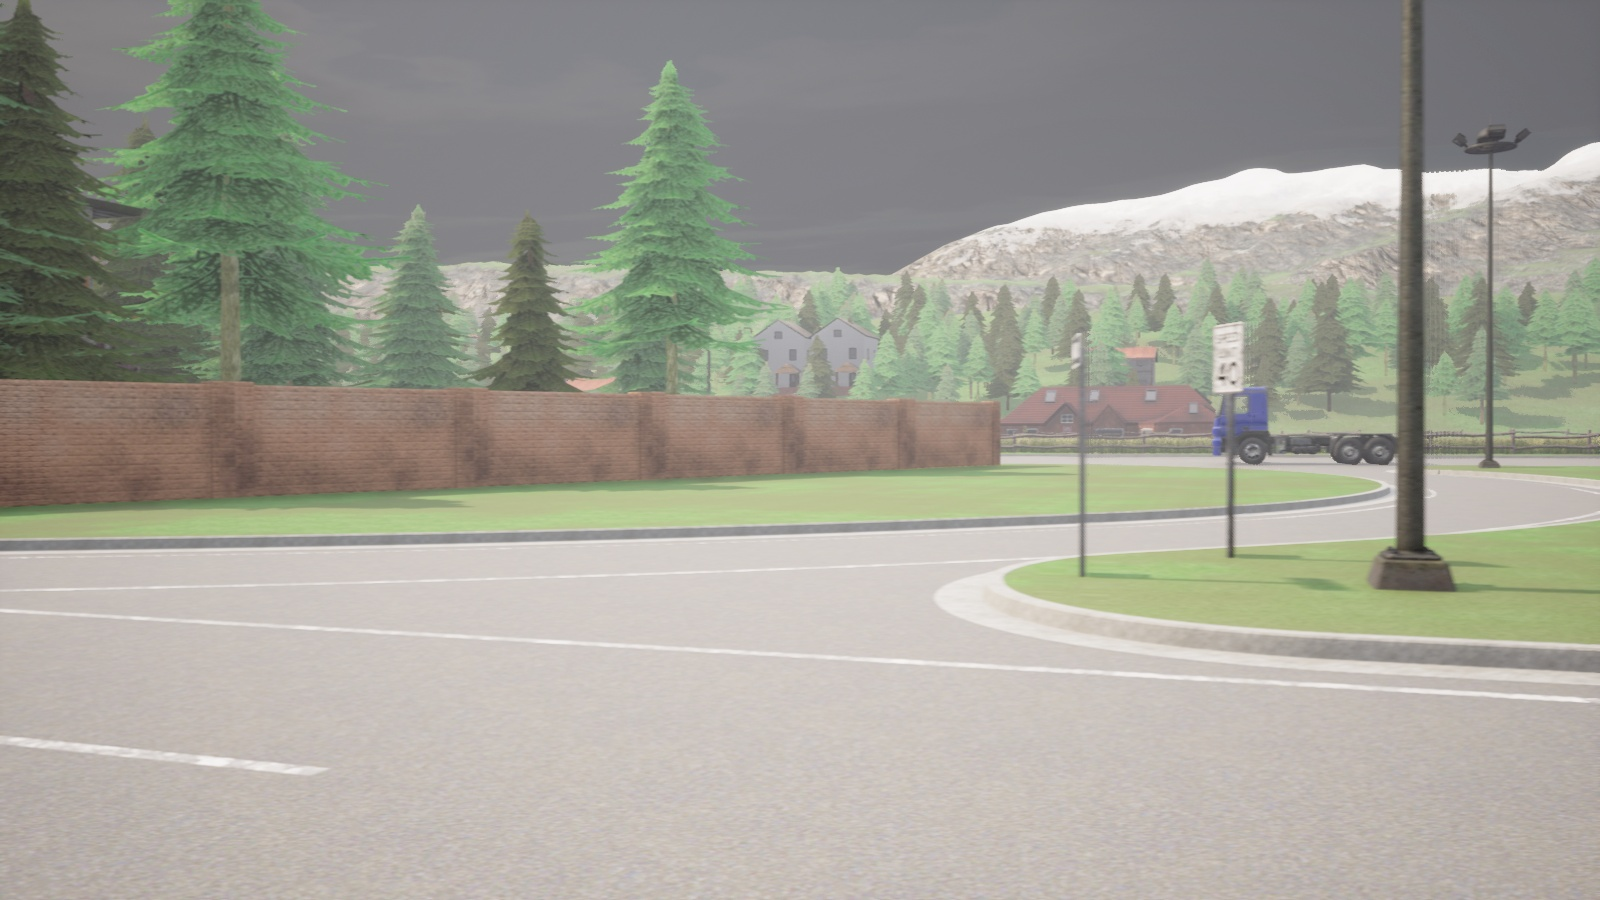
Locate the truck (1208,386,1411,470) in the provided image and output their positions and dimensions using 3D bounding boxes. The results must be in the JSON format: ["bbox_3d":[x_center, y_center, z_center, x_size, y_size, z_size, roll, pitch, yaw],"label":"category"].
[{"bbox_3d":[21.930,-0.946,54.492,7.936,3.462,2.891,1,1,19],"label":"truck"}]
